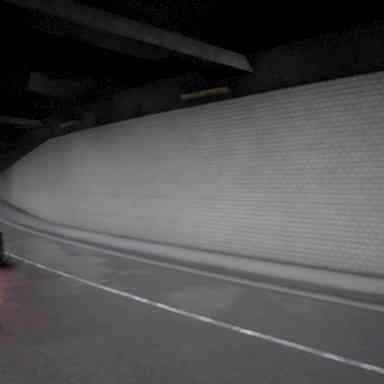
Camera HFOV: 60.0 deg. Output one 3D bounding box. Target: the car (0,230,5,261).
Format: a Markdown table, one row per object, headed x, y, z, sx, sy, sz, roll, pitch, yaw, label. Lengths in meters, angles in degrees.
| x | y | z | sx | sy | sz | roll | pitch | yaw | label |
| --- | --- | --- | --- | --- | --- | --- | --- | --- | --- |
| -7.536 | 1.360 | 10.521 | 4.892 | 1.490 | 1.837 | 1 | 1 | 43 | car |
